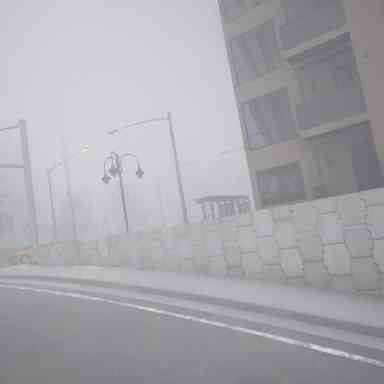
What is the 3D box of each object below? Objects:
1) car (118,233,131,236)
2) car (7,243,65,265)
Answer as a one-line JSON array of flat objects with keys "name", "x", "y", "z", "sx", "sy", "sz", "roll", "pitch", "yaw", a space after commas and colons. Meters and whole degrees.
[{"name": "car", "x": -7.875, "y": 5.447, "z": 37.501, "sx": 1.895, "sy": 1.301, "sz": 4.718, "roll": -14, "pitch": -8, "yaw": 35}, {"name": "car", "x": -13.714, "y": 5.354, "z": 29.568, "sx": 1.882, "sy": 1.535, "sz": 5.008, "roll": -14, "pitch": -8, "yaw": 35}]
